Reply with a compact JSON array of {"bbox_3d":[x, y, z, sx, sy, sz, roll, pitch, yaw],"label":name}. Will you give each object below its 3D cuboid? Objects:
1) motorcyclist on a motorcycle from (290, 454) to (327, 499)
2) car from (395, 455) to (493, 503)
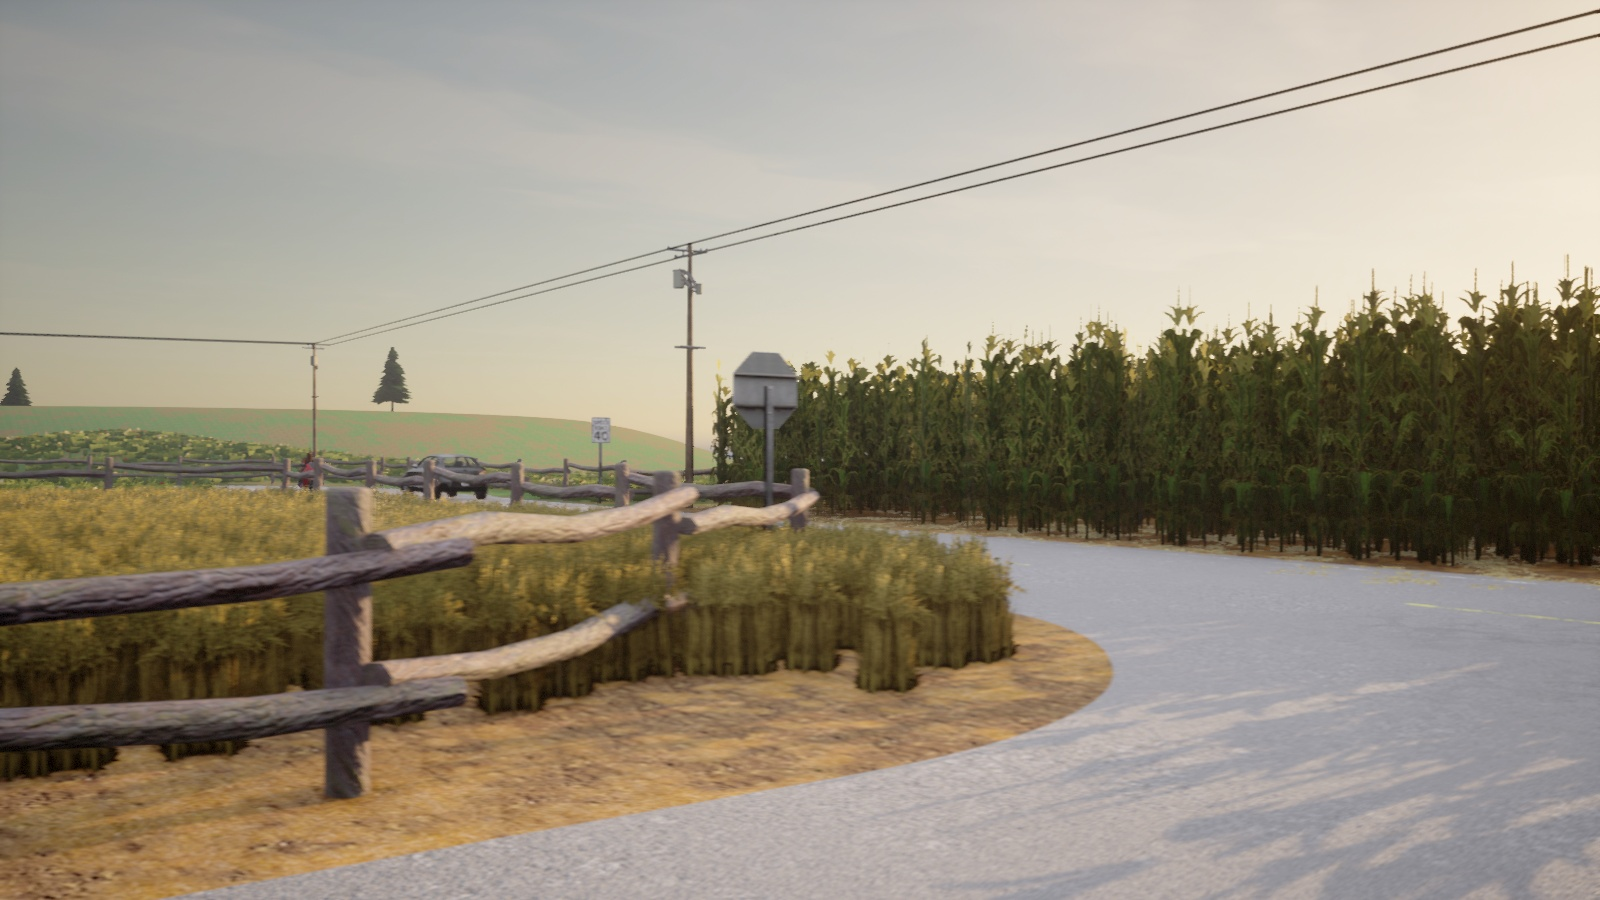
[{"bbox_3d":[-16.917,0.886,43.217,0.797,1.523,2.044,0,0,-32],"label":"motorcyclist on a motorcycle"},{"bbox_3d":[-11.730,0.906,41.203,1.816,1.474,4.193,0,0,-35],"label":"car"}]
